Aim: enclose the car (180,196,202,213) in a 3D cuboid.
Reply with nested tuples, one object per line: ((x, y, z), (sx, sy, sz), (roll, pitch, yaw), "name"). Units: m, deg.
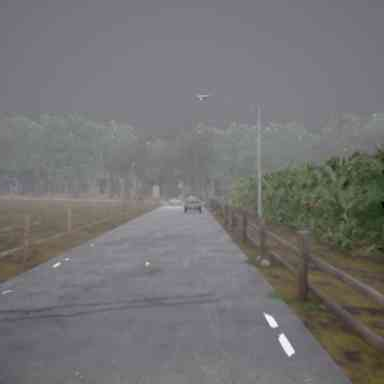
((0.091, 1.415, 36.401), (2.128, 1.511, 4.902), (0, 0, 0), "car")

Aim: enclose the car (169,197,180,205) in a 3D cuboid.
((-2.763, 1.499, 54.514), (1.895, 1.301, 4.718), (0, 0, 0), "car")

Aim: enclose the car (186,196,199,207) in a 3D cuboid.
((0.079, 1.408, 51.282), (1.837, 1.490, 4.892), (0, 0, 0), "car")
